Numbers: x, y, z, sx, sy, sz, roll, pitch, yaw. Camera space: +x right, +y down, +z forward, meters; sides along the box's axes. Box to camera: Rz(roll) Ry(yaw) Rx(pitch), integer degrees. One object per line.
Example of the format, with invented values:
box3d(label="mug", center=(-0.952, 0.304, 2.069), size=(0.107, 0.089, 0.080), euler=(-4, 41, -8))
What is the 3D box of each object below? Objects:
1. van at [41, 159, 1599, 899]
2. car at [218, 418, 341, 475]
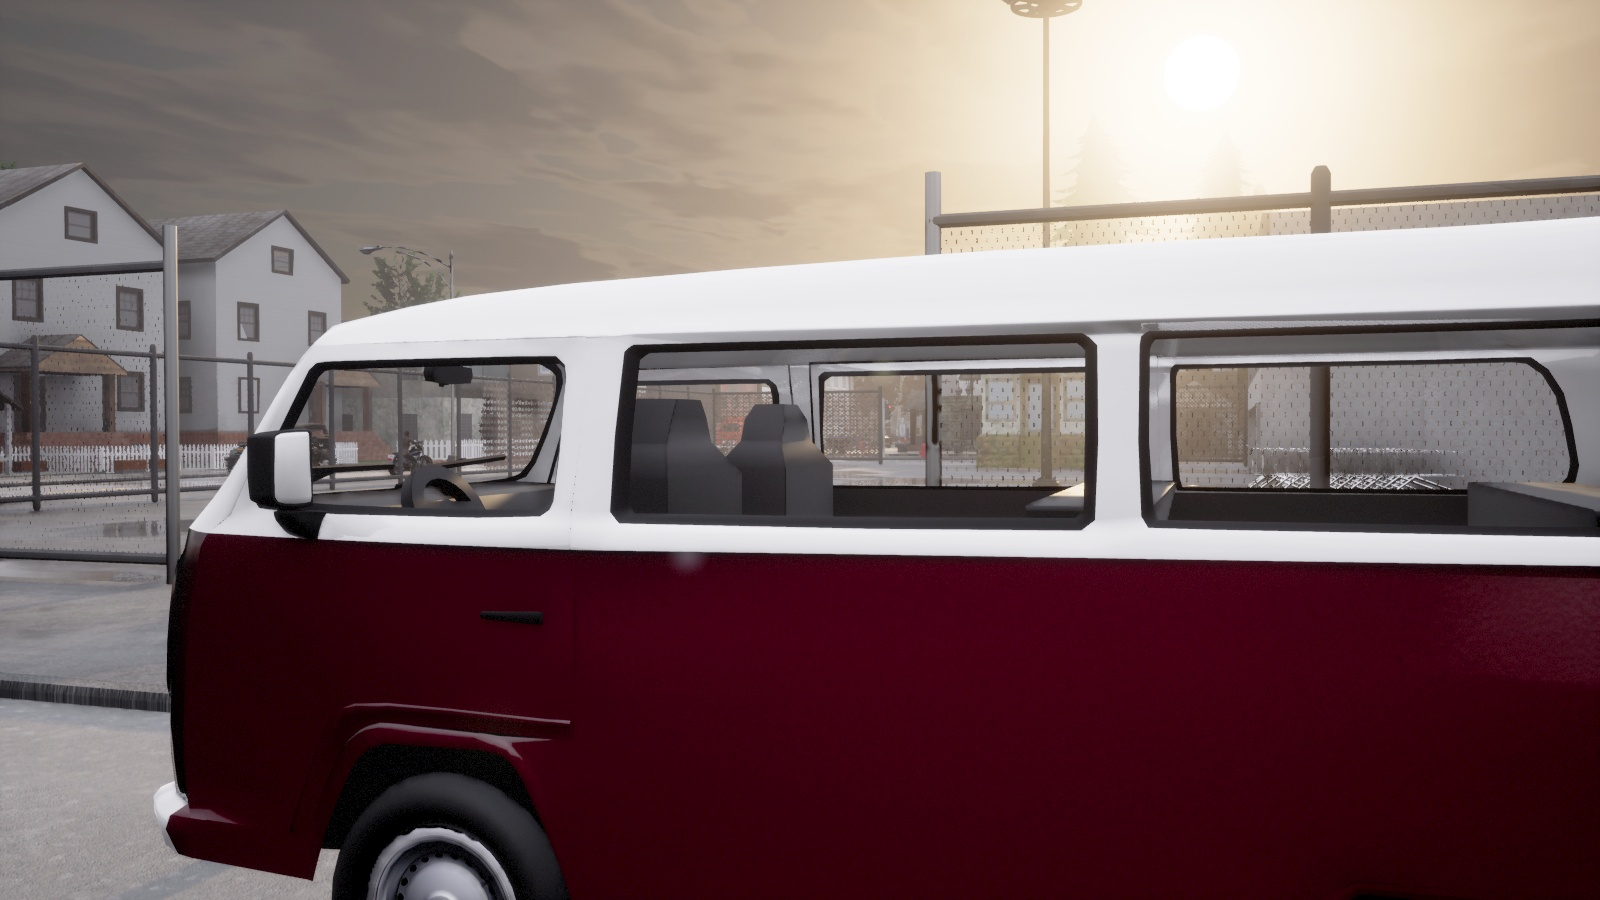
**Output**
box3d(label="van", center=(0.462, 0.495, 3.565), size=(4.480, 2.038, 2.069), euler=(1, 1, 19))
box3d(label="car", center=(-18.134, -0.149, 43.936), size=(1.905, 1.878, 3.866), euler=(1, 1, 19))
